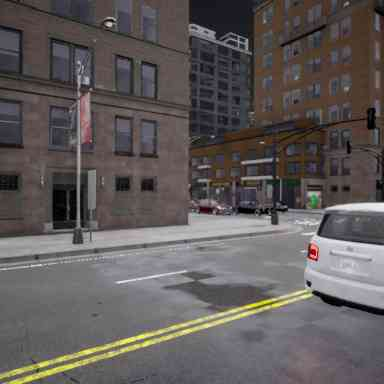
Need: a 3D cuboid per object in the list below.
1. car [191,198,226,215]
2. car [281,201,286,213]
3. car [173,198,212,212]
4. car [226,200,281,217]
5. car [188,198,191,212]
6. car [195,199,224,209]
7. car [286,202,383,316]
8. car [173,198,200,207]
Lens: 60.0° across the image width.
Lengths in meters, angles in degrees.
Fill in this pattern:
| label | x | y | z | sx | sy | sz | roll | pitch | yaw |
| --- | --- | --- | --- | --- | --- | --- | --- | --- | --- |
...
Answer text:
| label | x | y | z | sx | sy | sz | roll | pitch | yaw |
| --- | --- | --- | --- | --- | --- | --- | --- | --- | --- |
| car | 2.125 | 1.423 | 32.335 | 1.967 | 1.590 | 4.097 | 0 | 0 | -35 |
| car | 8.676 | 1.580 | 36.969 | 1.947 | 1.339 | 4.313 | 0 | 0 | -35 |
| car | -0.022 | 1.482 | 39.764 | 2.128 | 1.511 | 4.902 | 0 | 0 | -35 |
| car | 5.716 | 1.595 | 31.651 | 1.895 | 1.301 | 4.718 | 0 | 0 | -35 |
| car | -1.058 | 1.421 | 36.834 | 1.967 | 1.590 | 4.097 | 0 | 0 | -35 |
| car | 2.310 | 1.594 | 45.968 | 1.802 | 1.307 | 4.206 | 0 | 0 | -35 |
| car | 4.639 | 1.223 | 6.757 | 5.566 | 2.045 | 2.150 | 0 | 0 | -36 |
| car | -0.872 | 1.579 | 50.466 | 1.947 | 1.339 | 4.313 | 0 | 0 | -35 |
